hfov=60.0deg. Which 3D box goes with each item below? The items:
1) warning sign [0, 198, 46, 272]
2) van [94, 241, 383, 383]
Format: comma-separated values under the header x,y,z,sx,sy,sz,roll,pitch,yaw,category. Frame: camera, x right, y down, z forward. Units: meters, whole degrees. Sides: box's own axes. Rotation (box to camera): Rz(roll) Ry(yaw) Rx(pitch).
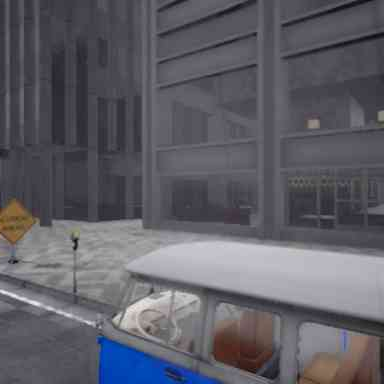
x,y,z,sx,sy,sz,roll,pitch,yaw,category
-5.008,1.126,9.362,1.060,1.860,1.300,0,0,35,warning sign
1.057,1.342,2.211,3.998,1.788,1.690,0,0,35,van
